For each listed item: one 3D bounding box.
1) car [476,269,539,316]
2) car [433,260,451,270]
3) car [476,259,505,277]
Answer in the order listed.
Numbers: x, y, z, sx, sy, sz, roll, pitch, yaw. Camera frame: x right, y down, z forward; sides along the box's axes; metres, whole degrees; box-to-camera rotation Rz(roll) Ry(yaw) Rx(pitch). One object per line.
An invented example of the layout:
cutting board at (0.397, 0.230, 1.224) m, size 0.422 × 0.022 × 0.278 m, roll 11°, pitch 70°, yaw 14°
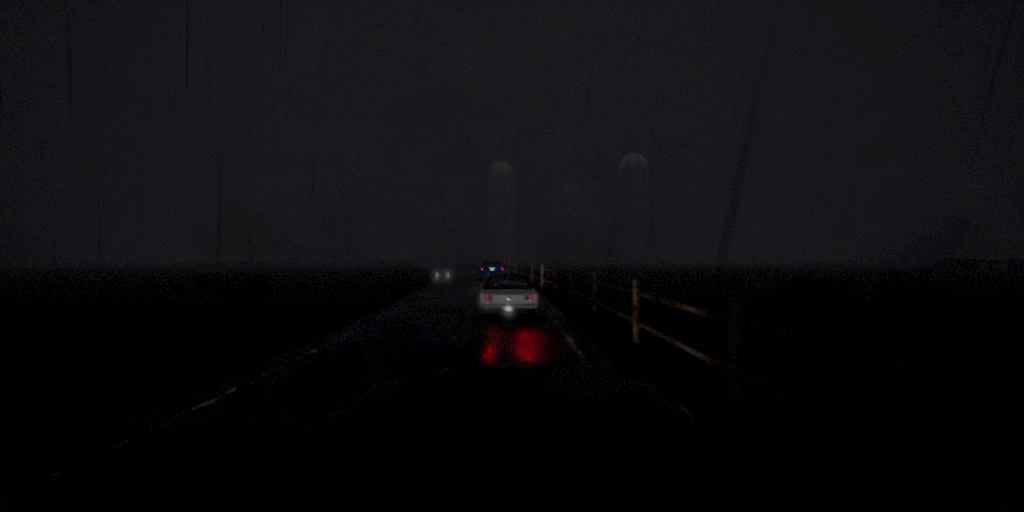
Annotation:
car at (-0.180, 1.326, 13.153) m, size 1.895 × 1.301 × 4.718 m, roll 0°, pitch 0°, yaw -2°
car at (-10.174, 1.237, 51.986) m, size 1.812 × 1.442 × 4.674 m, roll 0°, pitch 0°, yaw -18°
car at (-1.821, 1.054, 29.349) m, size 2.097 × 1.767 × 4.553 m, roll 0°, pitch 0°, yaw -9°
